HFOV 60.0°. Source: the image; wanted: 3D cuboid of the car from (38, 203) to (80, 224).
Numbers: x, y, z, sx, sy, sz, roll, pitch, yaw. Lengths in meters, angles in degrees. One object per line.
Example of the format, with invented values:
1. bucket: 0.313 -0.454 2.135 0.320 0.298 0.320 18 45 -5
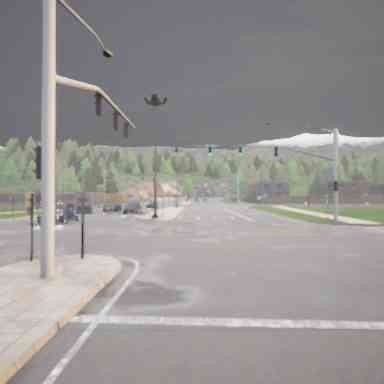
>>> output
1. car: -11.174 1.733 28.182 2.097 1.767 4.553 0 -1 1

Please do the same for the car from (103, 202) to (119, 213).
1. car: -10.997 2.121 46.319 2.128 1.511 4.902 0 -1 1

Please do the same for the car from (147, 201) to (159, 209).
1. car: -7.220 2.418 61.983 1.994 1.385 4.181 0 -1 1

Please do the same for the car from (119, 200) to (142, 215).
1. car: -7.566 2.084 42.466 1.837 1.490 4.892 0 -1 1
